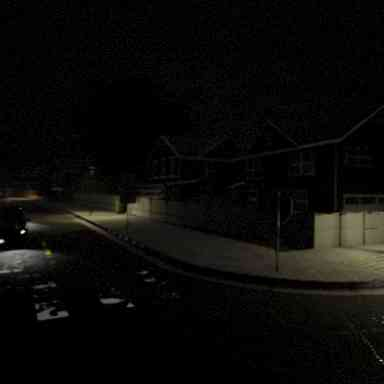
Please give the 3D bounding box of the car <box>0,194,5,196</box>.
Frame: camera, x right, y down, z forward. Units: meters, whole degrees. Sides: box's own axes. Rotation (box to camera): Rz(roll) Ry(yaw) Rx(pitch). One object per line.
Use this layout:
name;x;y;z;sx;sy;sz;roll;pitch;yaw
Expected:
car;-23.719;0.902;40.689;1.994;1.385;4.181;1;0;-35

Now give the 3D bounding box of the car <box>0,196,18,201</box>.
car;-13.674;1.224;24.706;1.895;1.301;4.718;1;0;-30

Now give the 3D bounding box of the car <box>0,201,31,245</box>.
car;-8.023;1.329;14.177;2.033;1.411;5.357;1;0;-28
